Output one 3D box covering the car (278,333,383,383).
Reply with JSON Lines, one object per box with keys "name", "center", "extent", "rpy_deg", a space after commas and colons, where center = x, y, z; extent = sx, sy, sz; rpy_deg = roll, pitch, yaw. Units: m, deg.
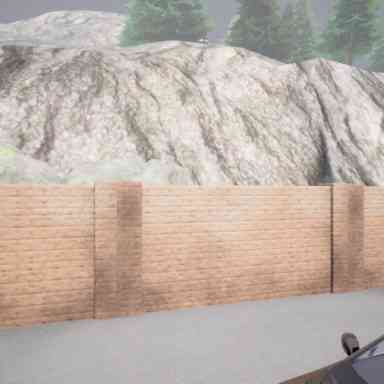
{"name": "car", "center": [2.193, 1.492, 1.896], "extent": [4.902, 1.511, 2.128], "rpy_deg": [0, 0, -18]}
